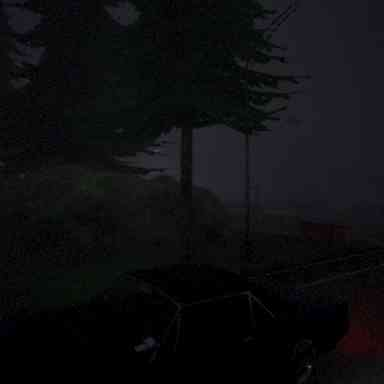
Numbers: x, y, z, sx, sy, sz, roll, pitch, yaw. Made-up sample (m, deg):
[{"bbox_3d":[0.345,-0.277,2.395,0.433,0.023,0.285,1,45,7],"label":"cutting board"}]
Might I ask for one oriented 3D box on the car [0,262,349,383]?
[{"bbox_3d":[-0.387,1.599,3.663,4.718,1.301,1.895,0,0,-35],"label":"car"}]
